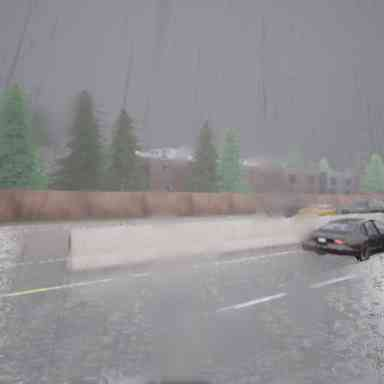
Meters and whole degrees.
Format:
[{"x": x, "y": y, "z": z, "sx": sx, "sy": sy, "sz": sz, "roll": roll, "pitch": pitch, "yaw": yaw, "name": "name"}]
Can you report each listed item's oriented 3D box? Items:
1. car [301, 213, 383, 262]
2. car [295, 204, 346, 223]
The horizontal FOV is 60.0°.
[{"x": 6.481, "y": 1.731, "z": 12.892, "sx": 5.357, "sy": 1.411, "sz": 2.033, "roll": 1, "pitch": -1, "yaw": -36, "name": "car"}, {"x": 11.669, "y": 1.878, "z": 29.998, "sx": 5.008, "sy": 1.535, "sz": 1.882, "roll": 1, "pitch": -1, "yaw": -36, "name": "car"}]
